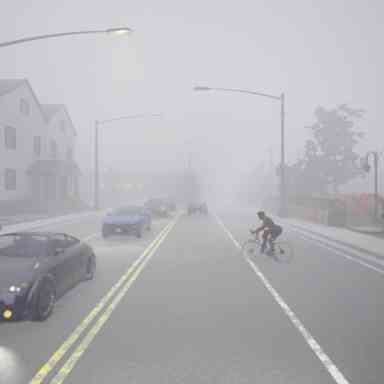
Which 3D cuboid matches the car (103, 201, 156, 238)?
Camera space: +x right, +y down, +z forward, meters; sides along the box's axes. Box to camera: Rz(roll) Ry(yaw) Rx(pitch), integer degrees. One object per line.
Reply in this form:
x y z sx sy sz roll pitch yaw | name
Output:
-3.358 1.478 17.844 1.882 1.535 5.008 0 1 1 | car

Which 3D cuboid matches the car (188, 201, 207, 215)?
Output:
0.580 1.601 33.745 1.895 1.301 4.718 0 0 1 | car

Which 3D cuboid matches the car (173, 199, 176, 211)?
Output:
-2.944 1.477 40.089 1.882 1.535 5.008 0 0 1 | car

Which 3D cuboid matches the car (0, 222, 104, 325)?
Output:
-3.523 1.564 7.100 1.994 1.385 4.181 0 0 1 | car

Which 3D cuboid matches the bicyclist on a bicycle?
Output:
2.395 1.450 10.691 1.656 1.620 0.582 0 0 20 | bicyclist on a bicycle

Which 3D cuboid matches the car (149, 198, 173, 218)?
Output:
-3.166 1.351 29.623 2.097 1.767 4.553 0 0 1 | car
